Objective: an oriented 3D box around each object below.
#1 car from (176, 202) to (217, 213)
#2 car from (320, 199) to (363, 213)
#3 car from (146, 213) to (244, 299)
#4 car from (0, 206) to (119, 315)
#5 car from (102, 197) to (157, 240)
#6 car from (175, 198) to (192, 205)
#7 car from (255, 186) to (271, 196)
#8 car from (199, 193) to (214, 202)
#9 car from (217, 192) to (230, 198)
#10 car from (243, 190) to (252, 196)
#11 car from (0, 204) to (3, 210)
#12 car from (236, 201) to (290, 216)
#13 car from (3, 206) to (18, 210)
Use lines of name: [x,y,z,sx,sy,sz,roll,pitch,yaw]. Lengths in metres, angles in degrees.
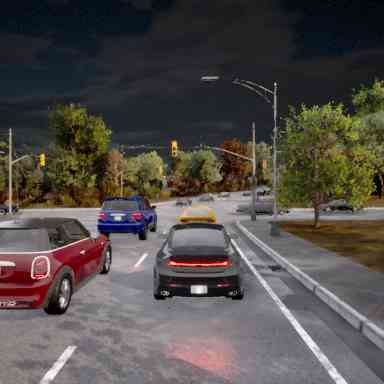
car: [0.340,1.518,17.804,1.882,1.535,5.008,0,0,2]
car: [16.368,1.533,36.977,4.902,1.511,2.128,-1,0,4]
car: [0.150,1.516,8.425,1.837,1.490,4.892,0,0,1]
car: [-3.356,1.362,7.758,2.097,1.767,4.553,0,0,1]
car: [-3.189,1.260,17.321,2.150,2.045,5.566,0,0,2]
car: [-1.373,1.660,56.800,1.994,1.385,4.181,0,1,17]
car: [17.911,0.149,83.010,1.882,1.535,5.008,0,3,33]
car: [3.068,1.084,69.495,2.097,1.767,4.553,0,2,21]
car: [7.587,0.718,79.096,1.812,1.442,4.674,0,3,26]
car: [14.590,0.266,84.288,1.994,1.385,4.181,0,3,33]
car: [-21.534,1.708,32.121,4.902,1.511,2.128,-1,0,4]
car: [7.246,1.640,34.019,5.357,1.411,2.033,0,0,15]
car: [-21.189,1.826,35.611,4.718,1.301,1.895,-1,0,3]
